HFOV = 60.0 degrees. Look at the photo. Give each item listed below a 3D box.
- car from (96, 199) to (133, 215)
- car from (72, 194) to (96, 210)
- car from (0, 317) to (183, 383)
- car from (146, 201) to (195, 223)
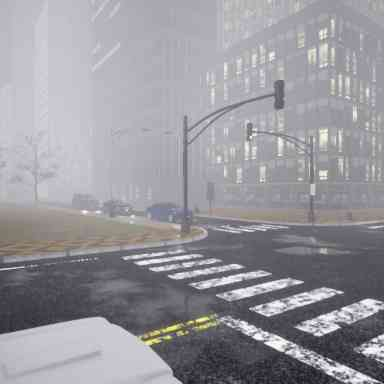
[{"bbox_3d":[-7.744,1.497,34.268,2.128,1.511,4.902,0,0,-35],"label":"car"},{"bbox_3d":[-13.832,1.227,42.908,2.150,2.045,5.566,0,0,-35],"label":"car"},{"bbox_3d":[-2.256,1.601,1.834,4.718,1.301,1.895,0,0,-36],"label":"car"},{"bbox_3d":[-1.767,1.484,25.807,1.882,1.535,5.008,0,0,-36],"label":"car"}]
